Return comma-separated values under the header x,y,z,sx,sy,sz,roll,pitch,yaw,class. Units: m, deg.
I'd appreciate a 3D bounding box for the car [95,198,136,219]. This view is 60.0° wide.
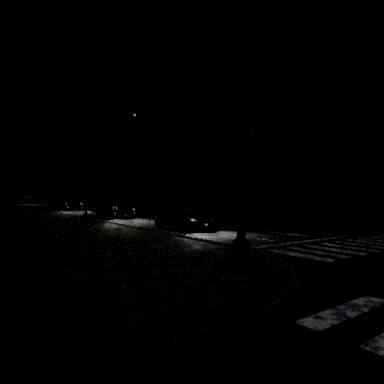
x,y,z,sx,sy,sz,roll,pitch,yaw,class
-6.574,1.295,28.389,2.097,1.767,4.553,1,-1,-36,car

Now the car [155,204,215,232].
x,y,z,sx,sy,sz,roll,pitch,yaw,class
-0.561,1.489,20.012,1.812,1.442,4.674,1,0,-36,car

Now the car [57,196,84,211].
x,y,z,sx,sy,sz,roll,pitch,yaw,class
-14.454,1.305,39.362,2.097,1.767,4.553,1,-1,-36,car

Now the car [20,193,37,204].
x,y,z,sx,sy,sz,roll,pitch,yaw,class
-30.186,1.205,61.269,2.150,2.045,5.566,1,0,-36,car
